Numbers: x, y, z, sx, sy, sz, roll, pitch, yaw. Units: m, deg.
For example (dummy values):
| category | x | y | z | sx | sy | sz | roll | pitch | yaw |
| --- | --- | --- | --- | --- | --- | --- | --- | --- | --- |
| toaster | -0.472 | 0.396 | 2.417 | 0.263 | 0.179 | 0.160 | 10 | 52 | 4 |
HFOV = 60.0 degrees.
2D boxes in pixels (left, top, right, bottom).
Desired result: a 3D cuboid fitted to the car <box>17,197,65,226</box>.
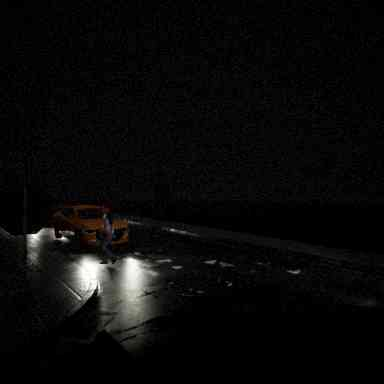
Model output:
| category | x | y | z | sx | sy | sz | roll | pitch | yaw |
| --- | --- | --- | --- | --- | --- | --- | --- | --- | --- |
| car | -9.959 | 1.177 | 21.663 | 1.882 | 1.535 | 5.008 | 1 | 1 | -36 |

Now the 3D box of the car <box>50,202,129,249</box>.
| category | x | y | z | sx | sy | sz | roll | pitch | yaw |
| --- | --- | --- | --- | --- | --- | --- | --- | --- | --- |
| car | -4.346 | 1.300 | 13.942 | 1.882 | 1.535 | 5.008 | 1 | 0 | -36 |

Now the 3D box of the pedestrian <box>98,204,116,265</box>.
| category | x | y | z | sx | sy | sz | roll | pitch | yaw |
| --- | --- | --- | --- | --- | --- | --- | --- | --- | --- |
| pedestrian | -2.437 | 1.168 | 9.702 | 0.375 | 1.860 | 0.375 | 1 | -1 | -36 |
